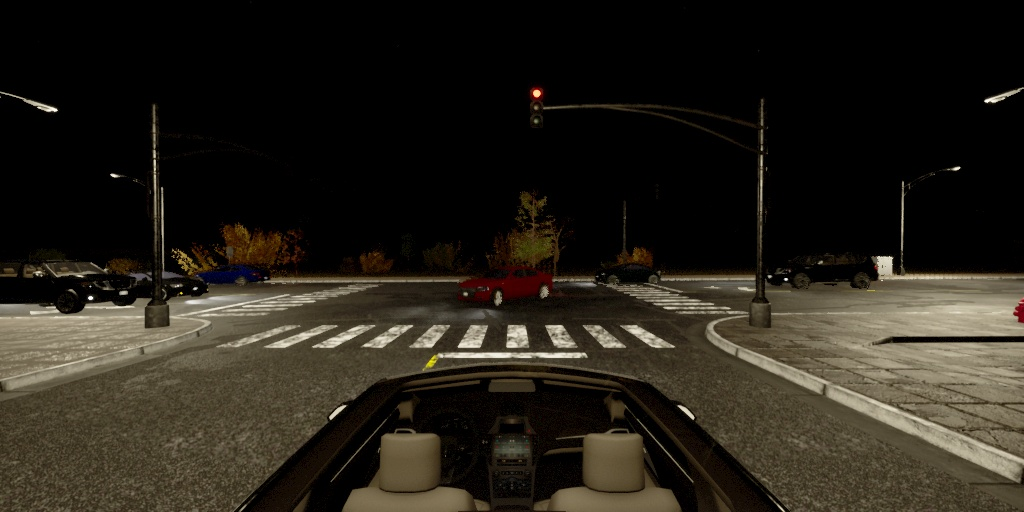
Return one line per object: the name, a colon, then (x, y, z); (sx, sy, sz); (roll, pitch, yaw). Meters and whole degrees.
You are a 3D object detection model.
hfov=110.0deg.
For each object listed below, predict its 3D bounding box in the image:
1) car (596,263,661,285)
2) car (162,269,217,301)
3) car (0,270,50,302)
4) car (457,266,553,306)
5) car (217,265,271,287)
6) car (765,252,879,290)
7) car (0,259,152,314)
car: (7.752, 1.188, 24.090); (4.181, 1.385, 1.994); (0, 1, 0)
car: (-17.520, 1.436, 17.589); (4.181, 1.385, 1.994); (0, 1, 0)
car: (-26.760, 1.481, 17.661); (5.357, 1.411, 2.033); (0, 1, 0)
car: (-0.186, 1.214, 16.018); (1.882, 1.535, 5.008); (-1, 0, 42)
car: (-18.960, 1.323, 24.300); (4.674, 1.442, 1.812); (0, 1, 0)
car: (17.741, 0.824, 20.755); (5.566, 2.045, 2.150); (0, 1, 1)
car: (-18.275, 1.140, 14.339); (5.566, 2.045, 2.150); (0, 1, 0)
